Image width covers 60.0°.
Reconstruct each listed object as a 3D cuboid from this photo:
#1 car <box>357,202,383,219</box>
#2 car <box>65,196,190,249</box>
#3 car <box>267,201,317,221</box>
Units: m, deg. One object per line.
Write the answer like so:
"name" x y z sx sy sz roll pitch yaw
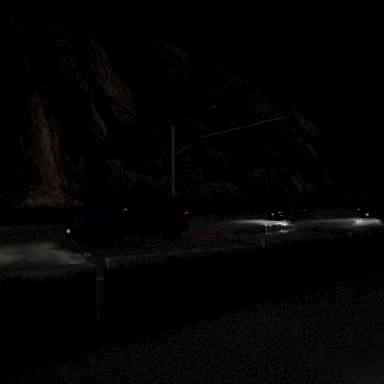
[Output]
"car" 16.151 1.543 28.552 4.718 1.301 1.895 0 0 -36
"car" -2.701 1.222 14.956 5.566 2.045 2.150 0 0 -36
"car" 8.208 1.479 27.132 4.892 1.490 1.837 0 0 -36
